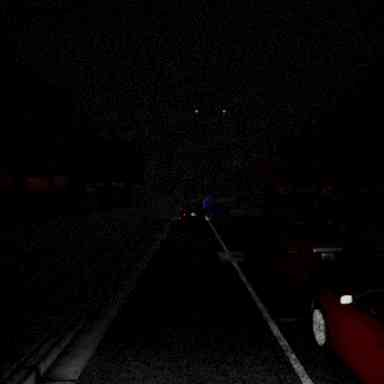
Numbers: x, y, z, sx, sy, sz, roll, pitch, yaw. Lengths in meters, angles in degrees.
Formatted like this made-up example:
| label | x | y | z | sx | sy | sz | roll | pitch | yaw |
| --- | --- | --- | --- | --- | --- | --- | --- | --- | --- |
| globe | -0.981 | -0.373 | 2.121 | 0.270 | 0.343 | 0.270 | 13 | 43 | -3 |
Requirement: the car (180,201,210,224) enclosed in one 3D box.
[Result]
| label | x | y | z | sx | sy | sz | roll | pitch | yaw |
| --- | --- | --- | --- | --- | --- | --- | --- | --- | --- |
| car | 0.069 | 1.642 | 25.755 | 2.033 | 1.411 | 5.357 | 0 | 0 | 0 |

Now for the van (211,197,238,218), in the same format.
| label | x | y | z | sx | sy | sz | roll | pitch | yaw |
| --- | --- | --- | --- | --- | --- | --- | --- | --- | --- |
| van | 2.619 | 1.435 | 25.469 | 1.690 | 1.788 | 3.998 | 1 | 0 | 0 |

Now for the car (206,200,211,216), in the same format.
| label | x | y | z | sx | sy | sz | roll | pitch | yaw |
| --- | --- | --- | --- | --- | --- | --- | --- | --- | --- |
| car | 2.610 | 1.681 | 31.009 | 1.947 | 1.339 | 4.313 | 1 | 0 | 0 |

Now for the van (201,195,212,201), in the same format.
| label | x | y | z | sx | sy | sz | roll | pitch | yaw |
| --- | --- | --- | --- | --- | --- | --- | --- | --- | --- |
| van | 2.591 | 1.524 | 47.631 | 1.690 | 1.788 | 3.998 | 1 | 0 | 0 |

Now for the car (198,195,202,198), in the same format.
| label | x | y | z | sx | sy | sz | roll | pitch | yaw |
| --- | --- | --- | --- | --- | --- | --- | --- | --- | --- |
| car | 2.577 | 1.676 | 58.711 | 1.967 | 1.590 | 4.097 | 1 | 0 | 0 |

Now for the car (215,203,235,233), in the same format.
| label | x | y | z | sx | sy | sz | roll | pitch | yaw |
| --- | --- | --- | --- | --- | --- | --- | --- | --- | --- |
| car | 2.623 | 1.619 | 19.927 | 1.887 | 1.381 | 4.507 | 1 | 0 | 0 |

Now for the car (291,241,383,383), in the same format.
| label | x | y | z | sx | sy | sz | roll | pitch | yaw |
| --- | --- | --- | --- | --- | --- | --- | --- | --- | --- |
| car | 2.644 | 1.558 | 3.304 | 1.887 | 1.381 | 4.507 | 1 | 0 | 0 |

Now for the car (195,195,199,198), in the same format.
| label | x | y | z | sx | sy | sz | roll | pitch | yaw |
| --- | --- | --- | --- | --- | --- | --- | --- | --- | --- |
| car | 2.537 | 1.943 | 91.267 | 1.752 | 1.417 | 4.829 | 1 | 0 | 0 |

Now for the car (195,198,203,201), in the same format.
| label | x | y | z | sx | sy | sz | roll | pitch | yaw |
| --- | --- | --- | --- | --- | --- | --- | --- | --- | --- |
| car | 0.048 | 1.760 | 42.073 | 1.895 | 1.301 | 4.718 | 0 | 0 | 0 |

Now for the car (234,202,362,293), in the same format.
| label | x | y | z | sx | sy | sz | roll | pitch | yaw |
| --- | --- | --- | --- | --- | --- | --- | --- | --- | --- |
| car | 2.640 | 1.348 | 8.846 | 2.192 | 1.841 | 5.009 | 1 | 0 | 0 |
